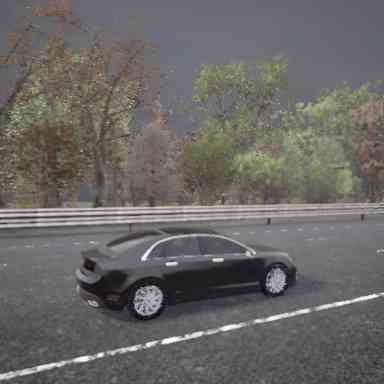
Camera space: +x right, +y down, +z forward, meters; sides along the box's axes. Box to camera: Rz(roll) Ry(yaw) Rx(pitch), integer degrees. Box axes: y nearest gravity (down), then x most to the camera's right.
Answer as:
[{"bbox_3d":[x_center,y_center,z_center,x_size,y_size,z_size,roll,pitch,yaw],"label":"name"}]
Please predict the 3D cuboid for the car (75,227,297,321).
[{"bbox_3d":[0.072,1.525,7.205,4.892,1.490,1.837,0,0,-27],"label":"car"}]
